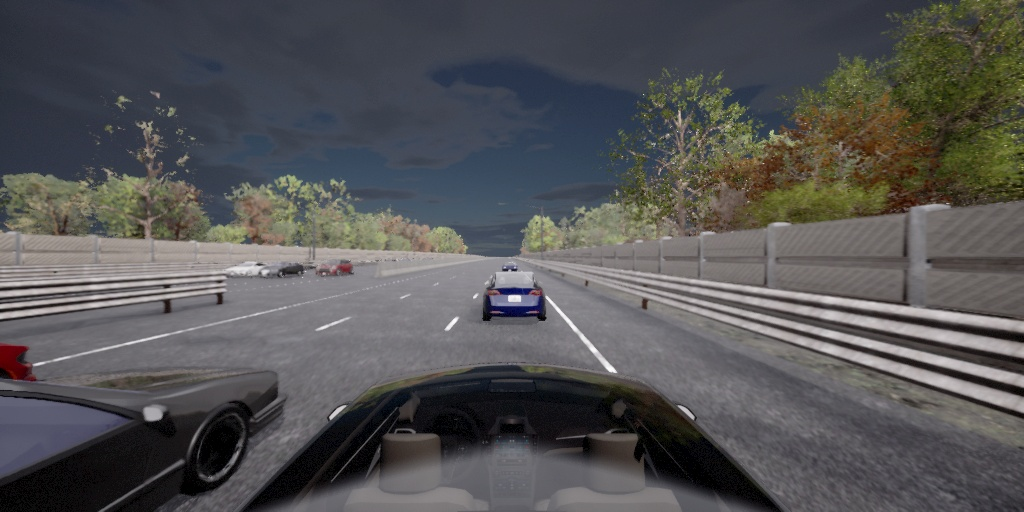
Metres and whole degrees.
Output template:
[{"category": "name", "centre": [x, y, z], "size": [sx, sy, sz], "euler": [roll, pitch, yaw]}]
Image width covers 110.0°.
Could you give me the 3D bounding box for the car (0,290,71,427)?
[{"category": "car", "centre": [-6.906, 1.229, 2.349], "size": [1.882, 1.535, 5.008], "euler": [0, 0, 0]}]

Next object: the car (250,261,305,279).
[{"category": "car", "centre": [-21.316, 1.251, 33.311], "size": [2.128, 1.511, 4.902], "euler": [0, 0, -1]}]

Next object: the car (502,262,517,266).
[{"category": "car", "centre": [-0.260, 1.362, 43.445], "size": [1.895, 1.301, 4.718], "euler": [0, 0, -1]}]

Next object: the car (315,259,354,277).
[{"category": "car", "centre": [-17.852, 1.113, 36.251], "size": [2.097, 1.767, 4.553], "euler": [0, 0, -1]}]

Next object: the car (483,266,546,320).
[{"category": "car", "centre": [0.067, 1.256, 12.552], "size": [2.163, 1.488, 4.792], "euler": [0, 0, 0]}]

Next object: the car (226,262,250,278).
[{"category": "car", "centre": [-24.825, 1.287, 34.117], "size": [1.812, 1.442, 4.674], "euler": [0, 0, -1]}]

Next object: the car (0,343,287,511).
[{"category": "car", "centre": [-3.400, 1.298, 1.461], "size": [2.033, 1.411, 5.357], "euler": [0, 0, 0]}]
